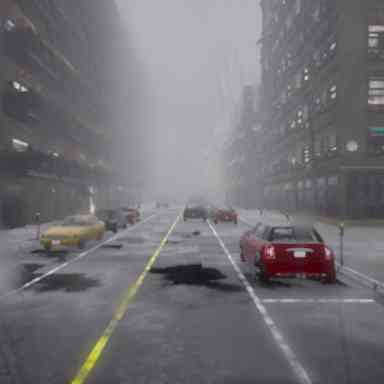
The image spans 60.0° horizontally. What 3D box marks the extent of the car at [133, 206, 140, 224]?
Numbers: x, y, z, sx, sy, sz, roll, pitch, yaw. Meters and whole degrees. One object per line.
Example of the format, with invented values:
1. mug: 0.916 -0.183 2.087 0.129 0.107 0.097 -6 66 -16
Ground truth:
1. car: -5.290 1.799 26.885 1.887 1.381 4.507 1 -1 0

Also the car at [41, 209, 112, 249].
1. car: -5.296 1.672 15.374 1.752 1.417 4.829 1 -1 0

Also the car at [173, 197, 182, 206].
1. car: -2.708 2.205 71.003 2.033 1.411 5.357 0 -1 0

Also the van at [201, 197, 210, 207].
1. van: 2.616 1.969 66.607 1.690 1.788 3.998 1 -1 0

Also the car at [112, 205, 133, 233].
1. car: -5.294 1.767 21.214 1.947 1.339 4.313 1 -1 0

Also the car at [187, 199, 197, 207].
1. car: 0.039 2.147 65.880 1.812 1.442 4.674 0 -1 0

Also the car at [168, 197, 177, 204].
1. car: -5.250 2.157 89.264 2.192 1.841 5.009 1 -1 0

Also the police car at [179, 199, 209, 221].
1. police car: 0.454 1.708 30.008 1.930 1.638 5.238 0 -1 7

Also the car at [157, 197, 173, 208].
1. car: -5.267 1.890 60.911 2.192 1.841 5.009 1 -1 0

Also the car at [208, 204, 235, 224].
1. car: 2.590 1.799 26.910 1.887 1.381 4.507 1 -1 0

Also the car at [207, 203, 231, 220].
1. car: 2.594 1.859 32.581 2.008 1.369 4.403 1 -1 0

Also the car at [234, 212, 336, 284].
1. car: 2.582 1.535 9.899 1.967 1.590 4.097 1 -1 0
